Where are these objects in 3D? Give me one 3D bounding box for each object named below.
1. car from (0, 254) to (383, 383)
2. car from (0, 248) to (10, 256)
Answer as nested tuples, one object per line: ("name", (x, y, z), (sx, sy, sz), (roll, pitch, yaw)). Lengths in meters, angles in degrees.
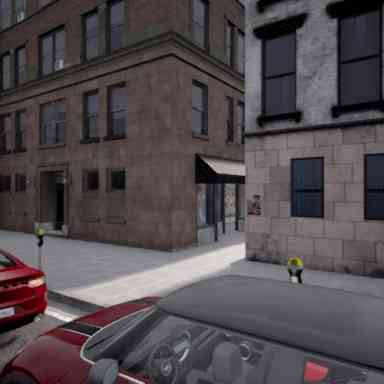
("car", (0.238, 1.440, 2.635), (4.097, 1.590, 1.967), (0, 0, 35))
("car", (-4.410, 1.544, 5.904), (4.507, 1.381, 1.887), (0, 0, 35))
